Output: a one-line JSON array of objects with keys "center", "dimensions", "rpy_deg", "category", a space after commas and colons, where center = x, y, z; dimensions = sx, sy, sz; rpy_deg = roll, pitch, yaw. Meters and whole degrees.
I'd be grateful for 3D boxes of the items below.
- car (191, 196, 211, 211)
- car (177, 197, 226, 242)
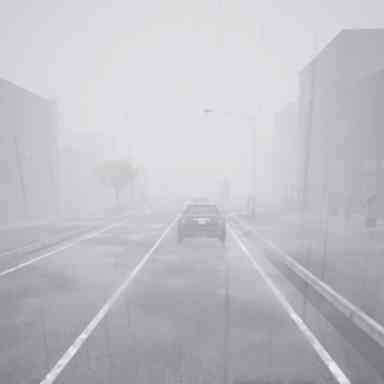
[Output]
[{"center": [0.927, 1.172, 35.790], "dimensions": [1.994, 1.385, 4.181], "rpy_deg": [0, 1, 1], "category": "car"}, {"center": [0.456, 1.259, 15.981], "dimensions": [2.097, 1.767, 4.553], "rpy_deg": [0, 1, 1], "category": "car"}]
